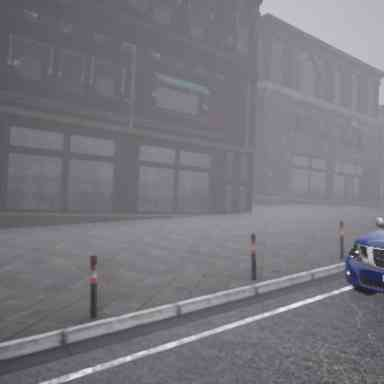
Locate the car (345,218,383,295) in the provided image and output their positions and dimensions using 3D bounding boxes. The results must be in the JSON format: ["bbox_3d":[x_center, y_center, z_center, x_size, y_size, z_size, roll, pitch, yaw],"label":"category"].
[{"bbox_3d":[5.780,1.165,7.490,5.566,2.045,2.150,-1,1,-35],"label":"car"}]
